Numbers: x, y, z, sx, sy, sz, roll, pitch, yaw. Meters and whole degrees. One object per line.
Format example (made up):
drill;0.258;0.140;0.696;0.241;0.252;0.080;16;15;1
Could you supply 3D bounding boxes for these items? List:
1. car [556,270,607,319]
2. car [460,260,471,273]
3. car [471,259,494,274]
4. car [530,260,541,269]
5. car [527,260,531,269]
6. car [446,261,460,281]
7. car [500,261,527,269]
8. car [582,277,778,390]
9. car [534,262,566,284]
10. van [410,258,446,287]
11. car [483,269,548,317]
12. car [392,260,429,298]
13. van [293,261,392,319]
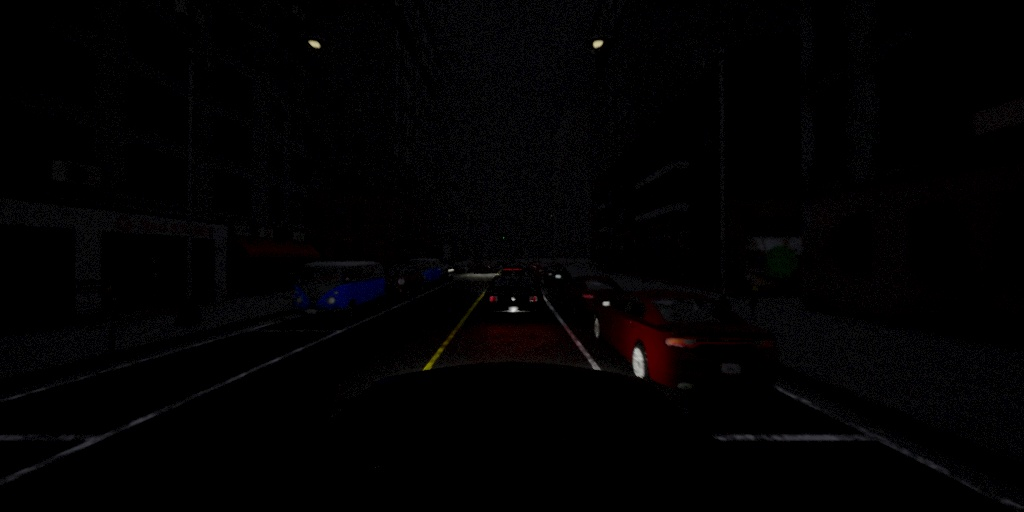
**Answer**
car;2.765;1.305;12.375;1.802;1.307;4.207;0;0;0
car;-5.757;1.192;40.424;2.007;1.370;4.403;0;0;0
car;-3.076;1.119;40.345;1.882;1.535;5.008;0;0;0
car;2.767;1.220;29.204;1.888;1.381;4.507;0;0;0
car;2.768;1.223;40.422;1.802;1.307;4.207;0;0;0
car;-5.759;1.226;29.206;2.007;1.370;4.403;0;0;0
car;0.073;1.180;29.500;1.837;1.490;4.892;0;0;0
car;2.764;1.282;6.766;1.888;1.381;4.507;0;0;0
car;2.766;1.257;23.594;1.948;1.339;4.313;0;0;0
van;-5.759;1.033;23.596;1.690;1.789;3.998;0;0;0
car;0.062;1.322;13.063;1.895;1.301;4.718;0;0;0
car;-5.760;1.148;17.987;1.967;1.591;4.097;0;0;0
van;-5.761;1.064;12.378;1.690;1.789;3.998;0;0;0
